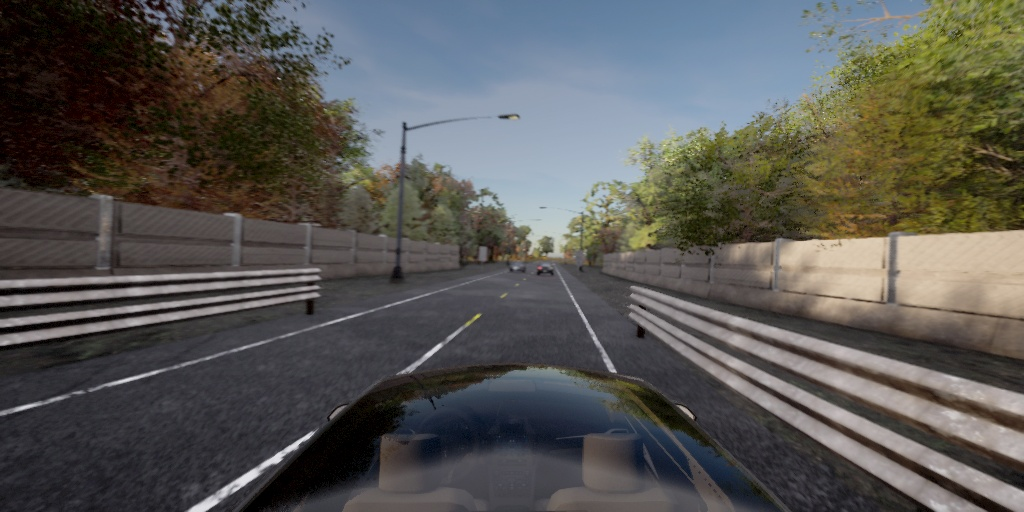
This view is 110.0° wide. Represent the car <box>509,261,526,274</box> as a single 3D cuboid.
[{"bbox_3d":[0.728,1.363,45.658,2.128,1.511,4.902,4,0,6],"label":"car"}]

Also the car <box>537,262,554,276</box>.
[{"bbox_3d":[3.963,1.540,42.676,1.812,1.442,4.674,2,-1,6],"label":"car"}]
